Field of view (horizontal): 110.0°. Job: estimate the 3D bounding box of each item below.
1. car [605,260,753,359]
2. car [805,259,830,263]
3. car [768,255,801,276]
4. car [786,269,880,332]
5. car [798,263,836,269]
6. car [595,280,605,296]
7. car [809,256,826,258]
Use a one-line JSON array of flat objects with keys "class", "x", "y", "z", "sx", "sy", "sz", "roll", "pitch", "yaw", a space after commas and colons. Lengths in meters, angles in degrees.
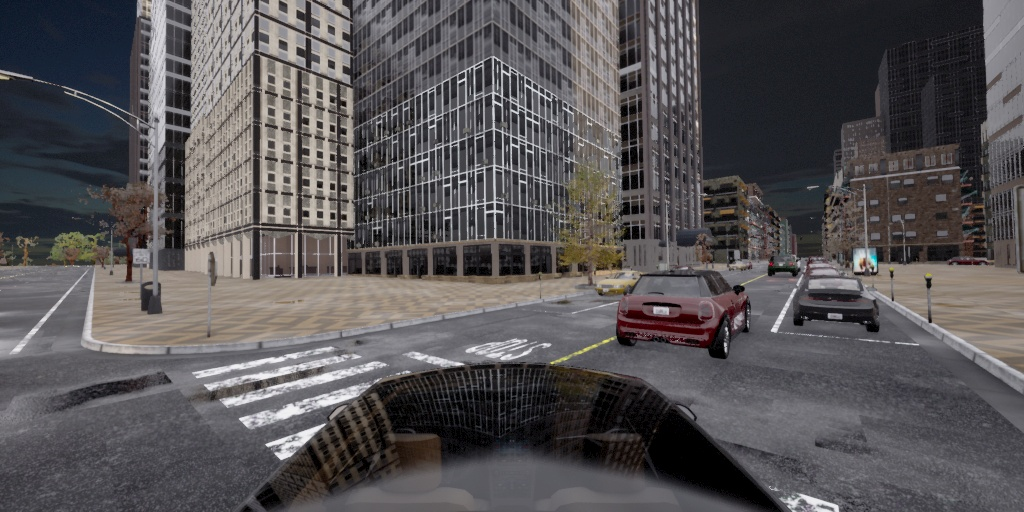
[{"class": "car", "x": 4.313, "y": 1.098, "z": 8.709, "sx": 2.097, "sy": 1.767, "sz": 4.553, "roll": -2, "pitch": -1, "yaw": 40}, {"class": "car", "x": 23.516, "y": 1.169, "z": 27.379, "sx": 1.888, "sy": 1.381, "sz": 4.507, "roll": 0, "pitch": 0, "yaw": 40}, {"class": "car", "x": 26.386, "y": 0.899, "z": 34.912, "sx": 2.150, "sy": 2.045, "sz": 5.566, "roll": -2, "pitch": -1, "yaw": 40}, {"class": "car", "x": 9.224, "y": 1.218, "z": 10.342, "sx": 2.007, "sy": 1.370, "sz": 4.403, "roll": 0, "pitch": 0, "yaw": 40}, {"class": "car", "x": 16.370, "y": 1.227, "z": 18.860, "sx": 1.802, "sy": 1.307, "sz": 4.207, "roll": 0, "pitch": 0, "yaw": 40}, {"class": "car", "x": 6.269, "y": 1.397, "z": 19.855, "sx": 1.751, "sy": 1.417, "sz": 4.829, "roll": 0, "pitch": 0, "yaw": 40}, {"class": "car", "x": 34.235, "y": 0.906, "z": 40.156, "sx": 2.192, "sy": 1.841, "sz": 5.009, "roll": 0, "pitch": 0, "yaw": 40}]
